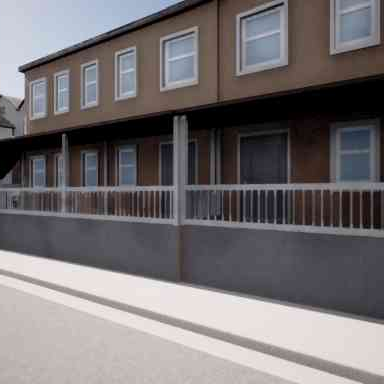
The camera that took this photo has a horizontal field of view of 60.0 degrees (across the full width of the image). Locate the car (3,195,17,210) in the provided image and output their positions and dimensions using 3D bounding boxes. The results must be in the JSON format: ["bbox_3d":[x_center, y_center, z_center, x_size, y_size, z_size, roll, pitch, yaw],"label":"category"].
[{"bbox_3d":[-15.560,1.057,28.146,1.994,1.385,4.181,0,14,35],"label":"car"}]
